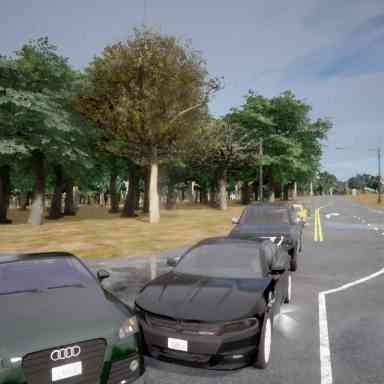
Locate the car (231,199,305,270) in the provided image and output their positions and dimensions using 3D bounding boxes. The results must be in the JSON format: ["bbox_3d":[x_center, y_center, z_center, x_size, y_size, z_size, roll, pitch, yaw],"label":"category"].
[{"bbox_3d":[2.857,1.460,12.405,2.150,2.045,5.566,-2,0,21],"label":"car"}]

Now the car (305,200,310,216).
[{"bbox_3d":[9.291,1.725,29.568,1.812,1.442,4.674,-1,0,21],"label":"car"}]

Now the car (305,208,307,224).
[{"bbox_3d":[5.084,1.774,18.309,1.895,1.301,4.718,-1,0,21],"label":"car"}]

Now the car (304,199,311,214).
[{"bbox_3d":[11.319,1.563,34.943,2.097,1.767,4.553,-1,0,21],"label":"car"}]

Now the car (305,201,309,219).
[{"bbox_3d":[7.233,1.664,24.063,1.882,1.535,5.008,-1,0,21],"label":"car"}]

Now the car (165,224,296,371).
[{"bbox_3d":[0.737,1.613,6.264,1.882,1.535,5.008,-1,-2,21],"label":"car"}]

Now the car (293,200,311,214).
[{"bbox_3d":[13.314,1.748,40.153,1.812,1.442,4.674,-1,0,21],"label":"car"}]

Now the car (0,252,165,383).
[{"bbox_3d":[-2.309,1.643,4.967,1.994,1.385,4.181,1,-2,-33],"label":"car"}]
